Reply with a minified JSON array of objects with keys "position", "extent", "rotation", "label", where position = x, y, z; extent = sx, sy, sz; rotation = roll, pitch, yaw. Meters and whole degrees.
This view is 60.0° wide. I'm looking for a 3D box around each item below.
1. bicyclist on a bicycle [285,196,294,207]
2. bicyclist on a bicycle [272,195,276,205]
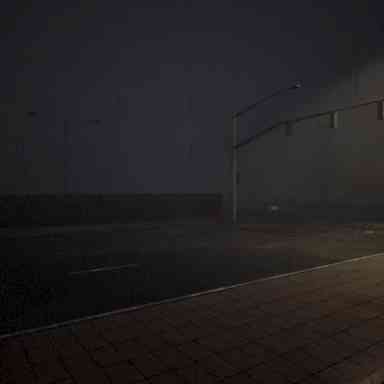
[{"position":[14.350,1.453,49.100],"extent":[1.656,1.620,0.582],"rotation":[0,0,-22],"label":"bicyclist on a bicycle"},{"position":[13.385,1.300,54.015],"extent":[0.582,1.620,1.656],"rotation":[0,0,22],"label":"bicyclist on a bicycle"}]
